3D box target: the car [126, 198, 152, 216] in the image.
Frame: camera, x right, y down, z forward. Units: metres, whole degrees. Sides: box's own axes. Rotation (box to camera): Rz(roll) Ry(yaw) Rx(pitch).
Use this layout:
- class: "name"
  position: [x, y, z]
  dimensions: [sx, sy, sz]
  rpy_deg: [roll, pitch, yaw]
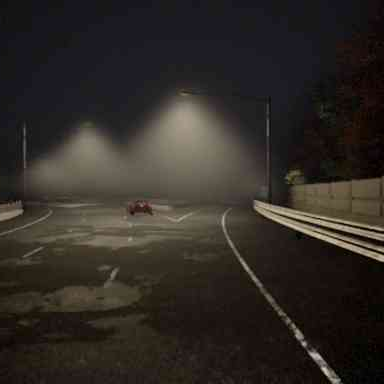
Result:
- class: "car"
  position: [-5.414, 1.387, 33.725]
  dimensions: [2.097, 1.767, 4.553]
  rpy_deg: [-1, 0, -17]

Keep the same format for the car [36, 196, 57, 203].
- class: "car"
  position: [-32.221, 1.736, 73.634]
  dimensions: [1.812, 1.442, 4.674]
  rpy_deg: [0, 0, -44]

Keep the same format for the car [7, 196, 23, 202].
- class: "car"
  position: [-41.618, 1.633, 78.147]
  dimensions: [4.674, 1.442, 1.812]
  rpy_deg: [0, 0, 40]

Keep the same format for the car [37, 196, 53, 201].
- class: "car"
  position: [-36.865, 1.671, 83.284]
  dimensions: [4.718, 1.301, 1.895]
  rpy_deg: [0, 0, 40]

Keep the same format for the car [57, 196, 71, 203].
- class: "car"
  position: [-29.449, 1.726, 75.780]
  dimensions: [2.033, 1.411, 5.357]
  rpy_deg: [0, 0, -44]

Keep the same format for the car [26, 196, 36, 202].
- class: "car"
  position: [-39.230, 1.617, 80.706]
  dimensions: [4.674, 1.442, 1.812]
  rpy_deg: [0, 0, 40]

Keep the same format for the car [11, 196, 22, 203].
- class: "car"
  position: [-41.381, 1.776, 77.915]
  dimensions: [4.892, 1.490, 1.837]
  rpy_deg: [0, 0, 40]
